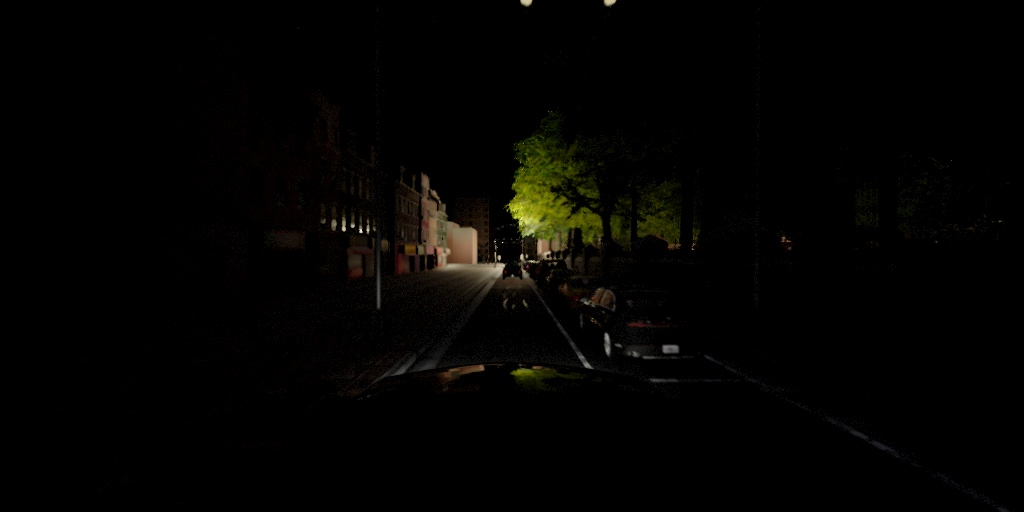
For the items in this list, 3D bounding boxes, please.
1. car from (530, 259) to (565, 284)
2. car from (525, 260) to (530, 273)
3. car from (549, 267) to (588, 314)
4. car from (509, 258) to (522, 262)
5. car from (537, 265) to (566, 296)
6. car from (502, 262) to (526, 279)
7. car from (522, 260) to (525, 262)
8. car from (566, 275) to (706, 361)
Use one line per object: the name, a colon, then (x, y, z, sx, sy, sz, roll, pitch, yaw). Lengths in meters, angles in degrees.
car: (2.641, 1.129, 24.469, 2.192, 1.841, 5.009, 0, 0, 0)
car: (2.643, 1.301, 35.370, 1.967, 1.591, 4.097, 0, 0, 0)
car: (2.639, 1.302, 13.739, 1.751, 1.417, 4.829, 0, 0, 0)
car: (0.051, 1.429, 47.118, 1.837, 1.490, 4.892, 0, 0, 1)
car: (2.640, 1.344, 19.020, 2.007, 1.370, 4.403, 0, 0, 0)
car: (0.062, 1.455, 33.682, 1.895, 1.301, 4.718, 0, 0, 0)
car: (2.645, 1.358, 46.269, 1.967, 1.591, 4.097, 0, 0, 0)
car: (2.638, 1.313, 8.120, 2.007, 1.370, 4.403, 0, 0, 0)
